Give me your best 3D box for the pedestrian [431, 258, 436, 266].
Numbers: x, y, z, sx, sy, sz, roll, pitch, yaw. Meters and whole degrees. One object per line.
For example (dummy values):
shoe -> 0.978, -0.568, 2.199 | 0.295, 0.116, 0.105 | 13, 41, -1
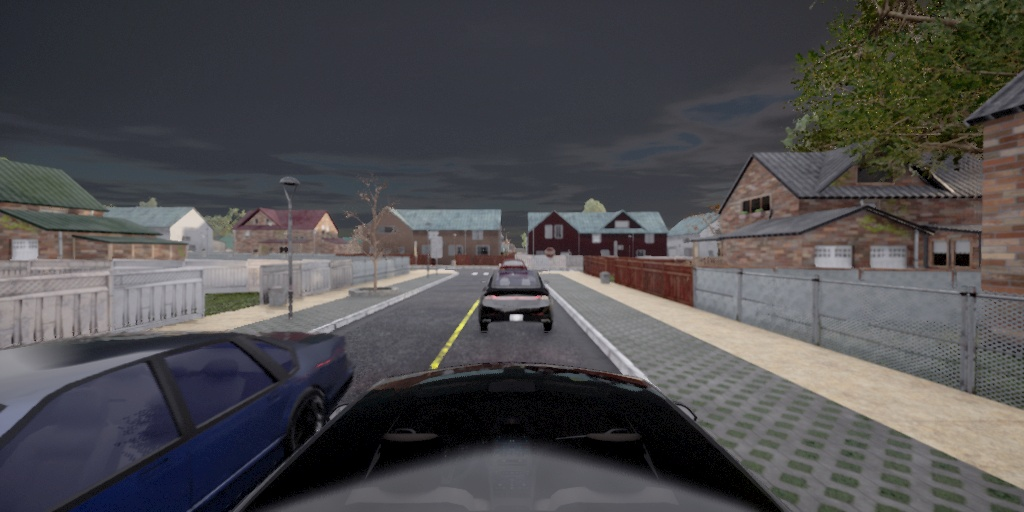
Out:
pedestrian -> -9.362, 0.285, 42.975 | 0.375, 1.860, 0.375 | 0, 0, 1

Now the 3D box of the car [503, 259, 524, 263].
car -> 0.095, 0.939, 24.715 | 1.882, 1.535, 5.008 | 0, 1, 0

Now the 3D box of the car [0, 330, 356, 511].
car -> -2.851, 1.292, 2.135 | 2.033, 1.411, 5.357 | 0, 1, 0

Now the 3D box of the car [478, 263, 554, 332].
car -> 0.097, 1.133, 10.417 | 2.128, 1.511, 4.902 | 0, 1, 0
